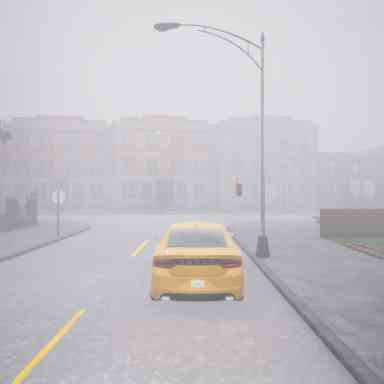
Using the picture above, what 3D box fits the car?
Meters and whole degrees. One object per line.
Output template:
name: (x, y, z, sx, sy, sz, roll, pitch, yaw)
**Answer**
car: (0.107, 1.478, 8.375, 1.882, 1.535, 5.008, 0, 0, 0)
